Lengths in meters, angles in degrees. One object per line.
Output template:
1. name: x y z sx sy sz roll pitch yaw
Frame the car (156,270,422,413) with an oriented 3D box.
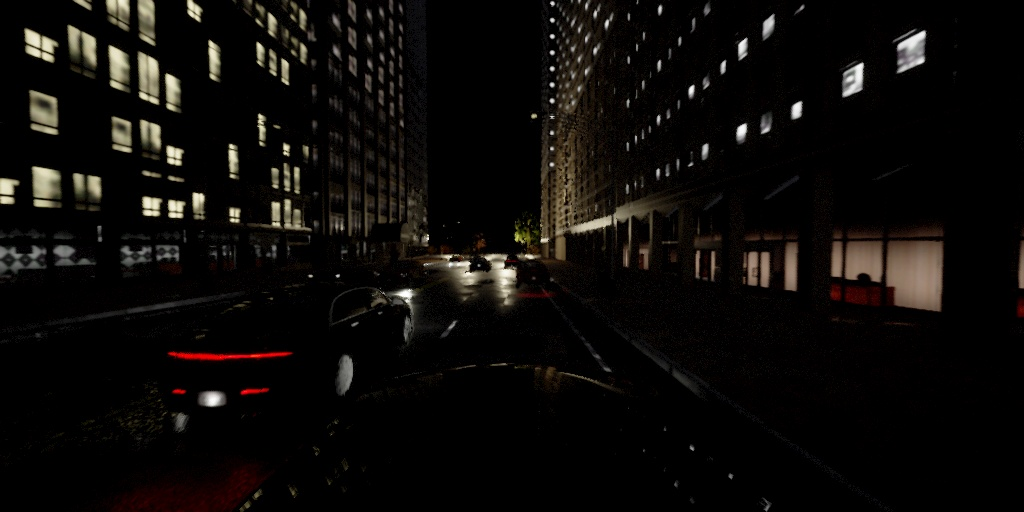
1. car: -3.158 1.197 6.199 1.837 1.490 4.892 0 1 0

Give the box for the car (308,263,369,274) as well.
1. car: -9.844 1.090 20.946 1.895 1.301 4.718 0 1 0

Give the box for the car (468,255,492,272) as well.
1. car: -3.148 0.843 36.174 1.994 1.385 4.181 0 1 0

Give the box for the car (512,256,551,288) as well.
1. car: 1.138 0.964 21.140 1.882 1.535 5.008 0 1 0

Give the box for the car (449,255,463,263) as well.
1. car: -9.760 0.504 62.673 1.895 1.301 4.718 0 1 0

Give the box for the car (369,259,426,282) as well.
1. car: -6.592 0.957 21.686 1.882 1.535 5.008 0 1 0

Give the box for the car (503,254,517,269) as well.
1. car: 0.018 0.712 41.231 1.837 1.490 4.892 0 1 1
